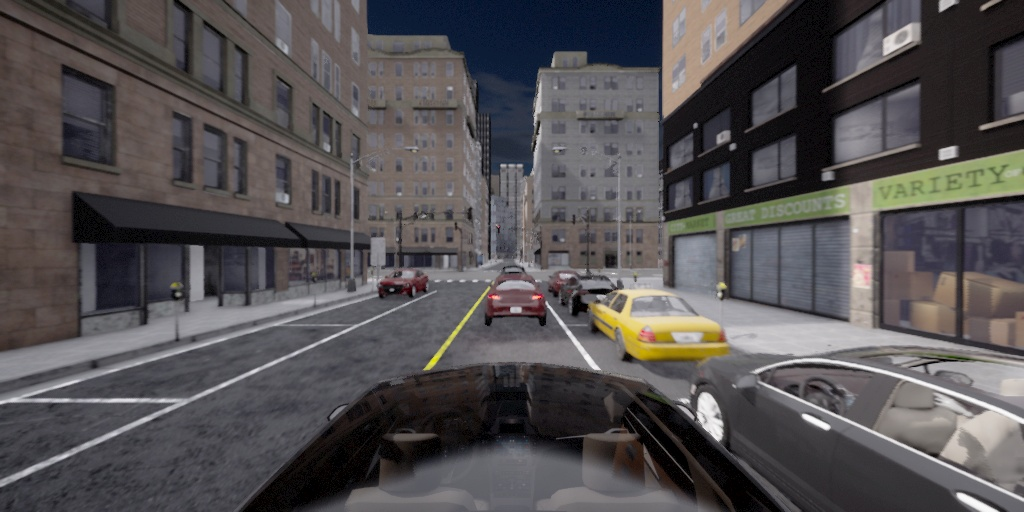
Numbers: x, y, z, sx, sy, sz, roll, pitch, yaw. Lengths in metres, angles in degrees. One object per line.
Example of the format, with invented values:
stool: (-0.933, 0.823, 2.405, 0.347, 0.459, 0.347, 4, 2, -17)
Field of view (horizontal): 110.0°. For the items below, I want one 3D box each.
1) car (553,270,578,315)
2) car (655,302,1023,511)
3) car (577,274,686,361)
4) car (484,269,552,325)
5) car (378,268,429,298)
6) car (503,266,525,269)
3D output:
car: (2.876, 1.367, 13.590, 1.948, 1.339, 4.313, 0, 0, 0)
car: (2.873, 1.304, 2.418, 2.007, 1.370, 4.403, 0, 0, 0)
car: (2.875, 1.303, 8.173, 1.751, 1.417, 4.829, 0, 0, 0)
car: (0.095, 1.321, 11.963, 1.812, 1.442, 4.674, 0, -1, 0)
car: (-5.668, 1.370, 19.175, 1.888, 1.381, 4.507, 0, 0, 0)
car: (0.102, 1.343, 22.435, 1.837, 1.490, 4.892, 0, 0, 0)
